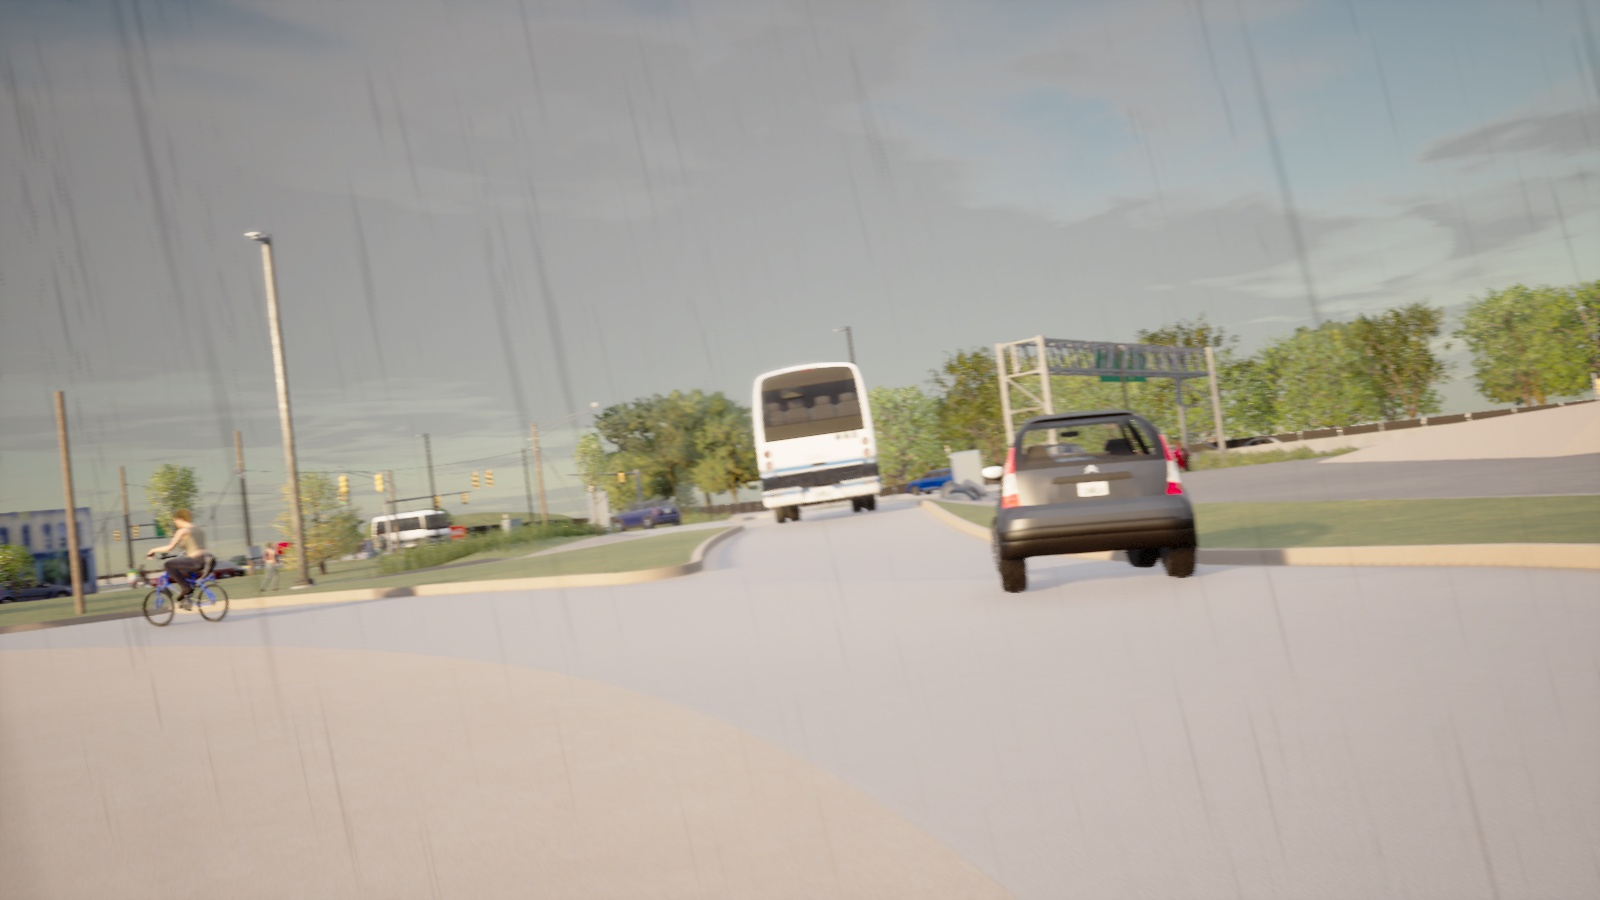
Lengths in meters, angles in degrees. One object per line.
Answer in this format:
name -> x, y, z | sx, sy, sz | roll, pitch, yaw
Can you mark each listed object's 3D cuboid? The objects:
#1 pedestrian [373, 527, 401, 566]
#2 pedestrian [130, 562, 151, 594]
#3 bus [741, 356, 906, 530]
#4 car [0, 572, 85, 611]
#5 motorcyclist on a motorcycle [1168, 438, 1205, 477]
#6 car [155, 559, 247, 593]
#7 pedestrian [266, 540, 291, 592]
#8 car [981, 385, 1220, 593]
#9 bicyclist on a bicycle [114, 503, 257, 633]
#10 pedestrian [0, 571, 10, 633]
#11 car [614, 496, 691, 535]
pedestrian -> -21.518, 5.036, 65.453 | 0.874, 1.855, 0.900 | -4, -5, -45
pedestrian -> -43.889, 8.518, 83.594 | 0.659, 1.952, 0.873 | -8, -3, 10
bus -> 0.805, -0.023, 39.397 | 3.944, 4.253, 10.273 | -8, -2, 2
car -> -42.214, 7.856, 69.614 | 1.851, 1.617, 3.988 | -10, -4, 39
motorcyclist on a motorcycle -> 16.688, 0.312, 54.190 | 0.797, 1.523, 2.044 | -7, -3, 36
car -> -36.658, 7.706, 76.954 | 1.895, 1.301, 4.718 | -10, -3, 32
pedestrian -> -19.176, 4.258, 46.187 | 0.345, 1.836, 0.594 | -10, -4, 33
car -> 2.827, 0.449, 12.621 | 1.851, 1.617, 3.988 | -5, -4, 8
bicyclist on a bicycle -> -8.538, 1.634, 17.470 | 1.509, 1.612, 0.866 | -7, -3, 19
pedestrian -> -24.020, 4.563, 37.425 | 0.345, 1.836, 0.594 | -10, -4, 32
car -> -8.742, 3.857, 73.957 | 2.097, 1.767, 4.553 | -4, -4, -42
